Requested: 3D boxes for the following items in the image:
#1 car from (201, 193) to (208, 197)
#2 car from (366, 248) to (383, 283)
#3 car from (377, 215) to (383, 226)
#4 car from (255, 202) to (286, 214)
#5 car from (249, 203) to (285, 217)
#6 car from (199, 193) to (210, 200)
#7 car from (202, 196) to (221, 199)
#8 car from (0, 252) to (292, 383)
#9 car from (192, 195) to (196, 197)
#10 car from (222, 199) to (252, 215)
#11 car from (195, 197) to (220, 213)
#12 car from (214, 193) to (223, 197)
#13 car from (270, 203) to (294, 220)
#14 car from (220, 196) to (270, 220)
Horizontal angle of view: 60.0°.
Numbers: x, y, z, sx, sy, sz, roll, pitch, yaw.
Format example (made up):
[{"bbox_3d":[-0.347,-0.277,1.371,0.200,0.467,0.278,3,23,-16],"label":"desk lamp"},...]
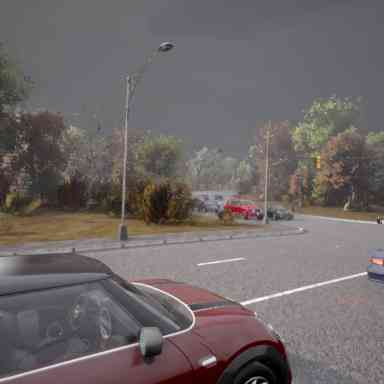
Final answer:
[{"bbox_3d":[1.002,1.316,63.631,2.097,1.767,4.553,2,2,-10],"label":"car"},{"bbox_3d":[6.540,1.662,8.442,5.357,1.411,2.033,2,-1,-36],"label":"car"},{"bbox_3d":[19.678,2.528,30.738,2.128,1.511,4.902,3,-2,-28],"label":"car"},{"bbox_3d":[11.678,2.362,49.773,2.128,1.511,4.902,2,1,-18],"label":"car"},{"bbox_3d":[9.819,2.370,44.179,2.033,1.411,5.357,3,0,-20],"label":"car"},{"bbox_3d":[2.862,1.043,78.373,2.128,1.511,4.902,2,2,-1],"label":"car"},{"bbox_3d":[3.098,1.939,53.770,1.994,1.385,4.181,2,1,-15],"label":"car"},{"bbox_3d":[-1.211,1.354,2.883,4.553,1.767,2.097,0,0,-36],"label":"car"},{"bbox_3d":[-0.839,1.372,54.967,2.150,2.045,5.566,2,2,-13],"label":"car"},{"bbox_3d":[5.939,1.993,44.413,2.097,1.767,4.553,3,0,-19],"label":"car"},{"bbox_3d":[2.042,1.961,44.918,1.837,1.490,4.892,3,0,-18],"label":"car"},{"bbox_3d":[6.317,1.106,79.587,1.837,1.490,4.892,2,2,-1],"label":"car"},{"bbox_3d":[9.034,2.096,36.440,2.097,1.767,4.553,3,-1,-23],"label":"car"},{"bbox_3d":[5.533,1.809,35.657,2.150,2.045,5.566,3,-1,-22],"label":"car"}]
